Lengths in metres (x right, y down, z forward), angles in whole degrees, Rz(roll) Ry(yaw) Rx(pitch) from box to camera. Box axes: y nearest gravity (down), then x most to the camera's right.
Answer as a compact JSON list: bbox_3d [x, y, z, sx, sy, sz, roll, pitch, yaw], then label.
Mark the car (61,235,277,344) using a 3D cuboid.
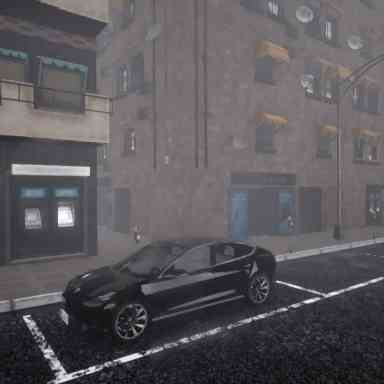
[{"bbox_3d":[-0.202,1.566,6.431,4.313,1.339,1.947,0,0,-36],"label":"car"}]
